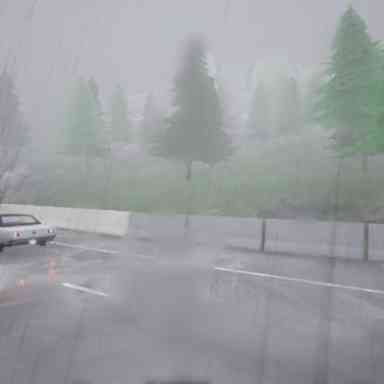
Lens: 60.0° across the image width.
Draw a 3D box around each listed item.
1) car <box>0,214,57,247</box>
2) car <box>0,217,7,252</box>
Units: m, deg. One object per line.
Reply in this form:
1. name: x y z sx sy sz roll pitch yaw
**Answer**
1. car: -7.661 1.542 13.624 4.718 1.301 1.895 0 0 37
2. car: -7.213 1.437 8.945 5.008 1.535 1.882 0 0 36
